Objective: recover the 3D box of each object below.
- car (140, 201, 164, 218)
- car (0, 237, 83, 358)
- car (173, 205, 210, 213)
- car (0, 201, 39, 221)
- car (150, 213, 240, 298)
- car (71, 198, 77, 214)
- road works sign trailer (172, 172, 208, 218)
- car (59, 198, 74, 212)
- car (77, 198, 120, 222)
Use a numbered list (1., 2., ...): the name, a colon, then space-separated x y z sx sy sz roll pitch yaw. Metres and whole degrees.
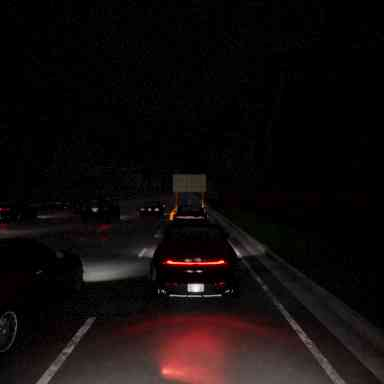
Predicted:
1. car: -3.623 1.547 30.673 2.033 1.411 5.357 0 0 -1
2. car: -3.428 1.526 5.832 1.812 1.442 4.674 0 0 0
3. car: -0.049 1.488 18.893 2.128 1.511 4.902 0 0 1
4. car: -14.088 1.499 26.705 1.837 1.490 4.892 0 -2 0
5. car: 0.053 1.505 8.506 1.837 1.490 4.892 0 0 0
6. car: -10.654 1.564 34.779 1.994 1.385 4.181 0 0 0
7. road works sign trailer: -0.171 0.464 22.763 2.380 3.560 2.880 0 0 -3
8. car: -14.192 1.504 39.591 1.837 1.490 4.892 0 0 -1
9. car: -7.084 1.353 26.327 2.097 1.767 4.553 0 0 0
